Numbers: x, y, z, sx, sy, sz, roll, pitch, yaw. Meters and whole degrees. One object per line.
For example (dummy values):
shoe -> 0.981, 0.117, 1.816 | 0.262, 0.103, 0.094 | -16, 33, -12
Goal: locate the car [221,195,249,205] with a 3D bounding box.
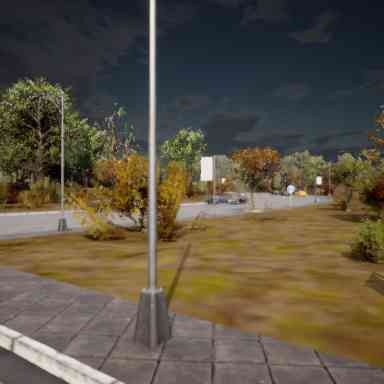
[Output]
car -> 7.315, 1.208, 53.133 | 2.128, 1.511, 4.902 | 0, 1, 37

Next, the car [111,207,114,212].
car -> -10.352, 1.460, 36.699 | 1.882, 1.535, 5.008 | 0, 0, 39

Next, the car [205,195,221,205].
car -> 4.316, 1.267, 54.981 | 2.033, 1.411, 5.357 | 0, 1, 37

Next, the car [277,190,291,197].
car -> 24.706, 0.447, 87.772 | 1.994, 1.385, 4.181 | 0, 1, 1

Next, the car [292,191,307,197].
car -> 28.093, 0.408, 85.806 | 1.882, 1.535, 5.008 | 0, 1, 1
